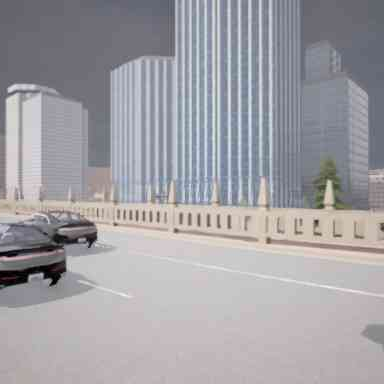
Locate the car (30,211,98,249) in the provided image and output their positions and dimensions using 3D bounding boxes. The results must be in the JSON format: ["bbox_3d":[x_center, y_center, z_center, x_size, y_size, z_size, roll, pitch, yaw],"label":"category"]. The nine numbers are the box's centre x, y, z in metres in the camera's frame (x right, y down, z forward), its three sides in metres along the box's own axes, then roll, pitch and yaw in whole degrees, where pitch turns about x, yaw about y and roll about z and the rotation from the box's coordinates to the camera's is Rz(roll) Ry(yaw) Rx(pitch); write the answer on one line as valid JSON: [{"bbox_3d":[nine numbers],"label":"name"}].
[{"bbox_3d":[-5.795,1.531,13.694,4.902,1.511,2.128,0,0,42],"label":"car"}]

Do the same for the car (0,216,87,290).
[{"bbox_3d":[-4.991,1.511,8.310,4.902,1.511,2.128,0,0,41],"label":"car"}]
